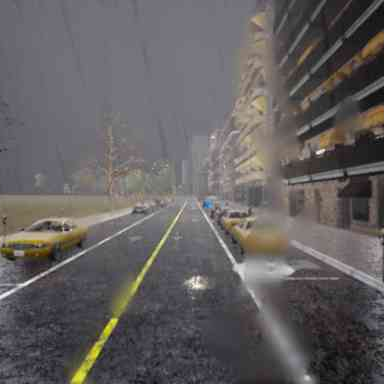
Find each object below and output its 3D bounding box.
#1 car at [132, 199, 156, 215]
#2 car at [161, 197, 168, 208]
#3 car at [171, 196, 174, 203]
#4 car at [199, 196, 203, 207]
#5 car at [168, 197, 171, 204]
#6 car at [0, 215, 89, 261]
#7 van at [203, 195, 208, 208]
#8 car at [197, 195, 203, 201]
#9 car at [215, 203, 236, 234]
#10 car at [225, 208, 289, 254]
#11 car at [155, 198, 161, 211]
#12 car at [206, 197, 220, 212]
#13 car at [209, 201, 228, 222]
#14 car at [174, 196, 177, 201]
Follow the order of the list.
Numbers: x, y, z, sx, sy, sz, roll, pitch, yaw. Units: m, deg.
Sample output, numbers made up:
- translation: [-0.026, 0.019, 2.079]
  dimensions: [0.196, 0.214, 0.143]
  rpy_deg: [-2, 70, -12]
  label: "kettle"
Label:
- translation: [-5.312, 1.687, 35.412]
  dimensions: [2.008, 1.369, 4.403]
  rpy_deg: [1, 0, 0]
  label: "car"
- translation: [-5.313, 1.643, 52.374]
  dimensions: [1.967, 1.590, 4.097]
  rpy_deg: [1, 0, 0]
  label: "car"
- translation: [-5.316, 1.712, 69.336]
  dimensions: [1.967, 1.590, 4.097]
  rpy_deg: [1, 0, 0]
  label: "car"
- translation: [2.566, 1.772, 52.991]
  dimensions: [1.947, 1.339, 4.313]
  rpy_deg: [1, 0, 0]
  label: "car"
- translation: [-5.315, 1.792, 58.028]
  dimensions: [1.947, 1.339, 4.313]
  rpy_deg: [1, 0, 0]
  label: "car"
- translation: [-5.308, 1.574, 12.626]
  dimensions: [1.752, 1.417, 4.829]
  rpy_deg: [1, 0, 0]
  label: "car"
- translation: [2.570, 1.502, 41.670]
  dimensions: [1.690, 1.788, 3.998]
  rpy_deg: [1, 0, 0]
  label: "van"
- translation: [2.563, 1.684, 92.619]
  dimensions: [2.192, 1.841, 5.009]
  rpy_deg: [1, 0, 0]
  label: "car"
- translation: [2.571, 1.599, 19.196]
  dimensions: [1.752, 1.417, 4.829]
  rpy_deg: [1, 0, 0]
  label: "car"
- translation: [2.572, 1.577, 13.535]
  dimensions: [1.752, 1.417, 4.829]
  rpy_deg: [1, 0, 0]
  label: "car"
- translation: [-5.313, 1.709, 41.066]
  dimensions: [2.008, 1.369, 4.403]
  rpy_deg: [1, 0, 0]
  label: "car"
- translation: [2.570, 1.557, 30.348]
  dimensions: [1.967, 1.590, 4.097]
  rpy_deg: [1, 0, 0]
  label: "car"
- translation: [2.570, 1.645, 24.686]
  dimensions: [2.008, 1.369, 4.403]
  rpy_deg: [1, 0, 0]
  label: "car"
- translation: [-5.318, 1.864, 80.643]
  dimensions: [1.887, 1.381, 4.507]
  rpy_deg: [1, 0, 0]
  label: "car"
